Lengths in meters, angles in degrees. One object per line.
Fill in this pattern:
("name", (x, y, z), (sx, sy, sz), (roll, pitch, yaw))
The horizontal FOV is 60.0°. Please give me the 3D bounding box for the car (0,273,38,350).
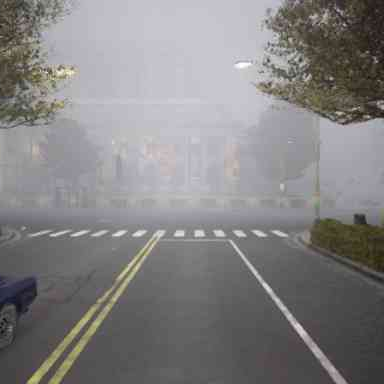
("car", (-3.559, 1.595, 3.417), (1.895, 1.301, 4.718), (0, 0, 0))
